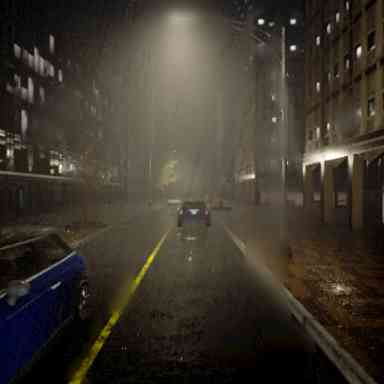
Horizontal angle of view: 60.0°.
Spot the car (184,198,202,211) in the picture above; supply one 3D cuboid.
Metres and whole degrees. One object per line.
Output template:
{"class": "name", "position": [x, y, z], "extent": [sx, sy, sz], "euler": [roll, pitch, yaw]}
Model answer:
{"class": "car", "position": [0.153, 1.440, 40.852], "extent": [2.033, 1.411, 5.357], "euler": [0, 0, 0]}

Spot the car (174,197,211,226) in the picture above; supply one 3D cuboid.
{"class": "car", "position": [0.129, 1.279, 22.536], "extent": [2.097, 1.767, 4.553], "euler": [0, 0, 0]}

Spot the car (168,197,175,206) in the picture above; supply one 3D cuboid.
{"class": "car", "position": [-2.686, 1.484, 50.977], "extent": [1.895, 1.301, 4.718], "euler": [0, 0, 0]}

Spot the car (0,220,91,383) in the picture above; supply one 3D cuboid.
{"class": "car", "position": [-2.846, 1.338, 3.999], "extent": [2.097, 1.767, 4.553], "euler": [0, 0, 0]}
